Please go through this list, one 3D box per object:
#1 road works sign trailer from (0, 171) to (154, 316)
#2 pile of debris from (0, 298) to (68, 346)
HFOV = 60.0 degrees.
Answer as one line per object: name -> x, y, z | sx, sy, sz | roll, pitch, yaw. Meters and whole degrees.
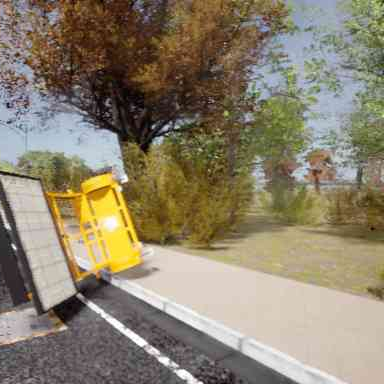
road works sign trailer -> -2.814, 0.964, 6.878 | 2.880, 2.380, 3.560 | -21, -5, 3
pile of debris -> -3.246, 2.209, 5.562 | 1.860, 0.140, 1.500 | -1, 0, -37
